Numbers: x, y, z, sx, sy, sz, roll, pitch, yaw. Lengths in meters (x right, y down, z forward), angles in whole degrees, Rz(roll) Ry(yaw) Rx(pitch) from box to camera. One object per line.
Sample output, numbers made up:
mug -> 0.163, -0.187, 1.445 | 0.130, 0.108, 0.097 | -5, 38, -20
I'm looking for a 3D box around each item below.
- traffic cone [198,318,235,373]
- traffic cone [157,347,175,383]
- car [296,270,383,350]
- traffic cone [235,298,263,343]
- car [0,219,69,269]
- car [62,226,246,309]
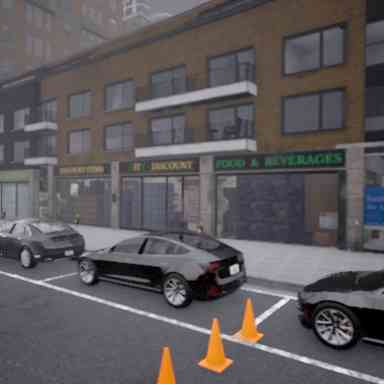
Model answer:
traffic cone -> 0.306, 1.958, 4.369 | 0.340, 0.580, 0.340 | 0, 0, 36
traffic cone -> -0.276, 1.958, 3.556 | 0.340, 0.580, 0.340 | 0, 0, 36
car -> 3.694, 1.565, 4.570 | 4.313, 1.339, 1.947 | 0, 1, 36
traffic cone -> 0.887, 1.958, 5.183 | 0.340, 0.580, 0.340 | 0, 0, 36
car -> -5.393, 1.565, 11.067 | 4.403, 1.369, 2.008 | 0, 1, 36
car -> -0.849, 1.573, 7.818 | 4.313, 1.339, 1.947 | 0, 1, 36
